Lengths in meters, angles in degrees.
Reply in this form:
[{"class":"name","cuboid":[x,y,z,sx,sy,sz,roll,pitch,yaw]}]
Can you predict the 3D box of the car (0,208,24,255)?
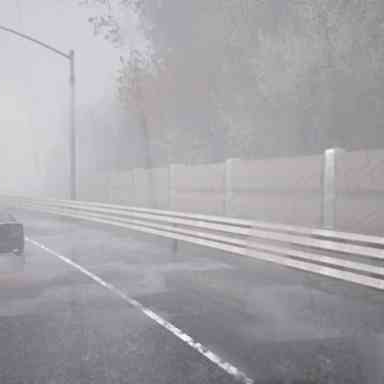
[{"class":"car","cuboid":[-7.155,1.234,11.270,1.882,1.535,5.008,-1,1,-39]}]
